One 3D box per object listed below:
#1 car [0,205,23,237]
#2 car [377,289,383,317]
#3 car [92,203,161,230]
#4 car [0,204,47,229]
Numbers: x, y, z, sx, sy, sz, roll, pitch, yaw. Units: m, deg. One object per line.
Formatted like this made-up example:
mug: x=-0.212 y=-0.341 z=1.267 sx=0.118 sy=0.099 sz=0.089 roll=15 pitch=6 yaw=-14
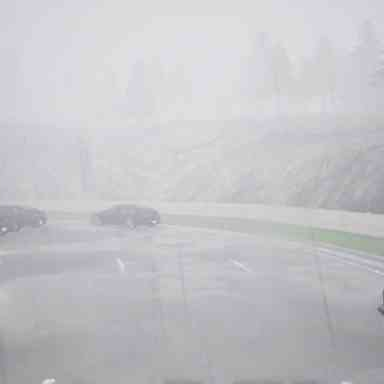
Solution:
car: x=-11.024 y=1.473 z=16.101 sx=4.892 sy=1.490 sz=1.837 roll=0 pitch=-2 yaw=16
car: x=3.616 y=1.595 z=2.713 sx=1.895 sy=1.301 sz=4.718 roll=0 pitch=0 yaw=1
car: x=-4.172 y=1.464 z=20.640 sx=4.892 sy=1.490 sz=1.837 roll=0 pitch=-1 yaw=35
car: x=-11.046 y=1.467 z=19.622 sx=4.892 sy=1.490 sz=1.837 roll=0 pitch=-2 yaw=13
